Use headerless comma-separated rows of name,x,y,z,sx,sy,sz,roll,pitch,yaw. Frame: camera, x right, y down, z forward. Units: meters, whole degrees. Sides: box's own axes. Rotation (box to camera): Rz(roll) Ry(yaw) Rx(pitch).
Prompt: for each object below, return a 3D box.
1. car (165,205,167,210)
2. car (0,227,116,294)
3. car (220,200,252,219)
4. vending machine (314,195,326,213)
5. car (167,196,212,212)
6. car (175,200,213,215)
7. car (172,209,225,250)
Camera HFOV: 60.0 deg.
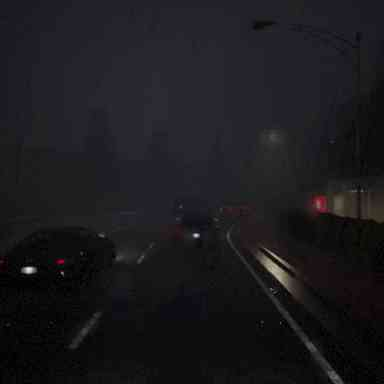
car,-1.436,1.852,42.798,1.895,1.301,4.718,0,0,35
car,-3.417,1.618,8.986,1.994,1.385,4.181,0,0,0
car,4.195,1.536,31.213,2.097,1.767,4.553,0,0,24
vending machine,15.314,1.430,39.815,0.880,2.100,1.100,0,0,-44
car,0.075,1.402,30.791,2.150,2.045,5.566,0,0,22
car,0.276,1.720,38.967,2.128,1.511,4.902,0,0,33
car,0.235,1.651,14.746,1.994,1.385,4.181,0,0,2
